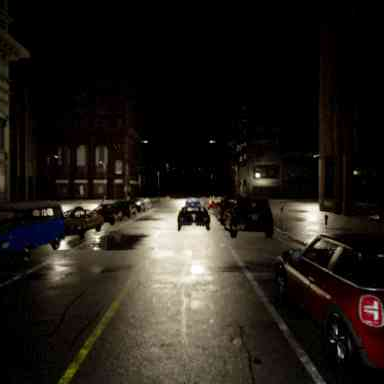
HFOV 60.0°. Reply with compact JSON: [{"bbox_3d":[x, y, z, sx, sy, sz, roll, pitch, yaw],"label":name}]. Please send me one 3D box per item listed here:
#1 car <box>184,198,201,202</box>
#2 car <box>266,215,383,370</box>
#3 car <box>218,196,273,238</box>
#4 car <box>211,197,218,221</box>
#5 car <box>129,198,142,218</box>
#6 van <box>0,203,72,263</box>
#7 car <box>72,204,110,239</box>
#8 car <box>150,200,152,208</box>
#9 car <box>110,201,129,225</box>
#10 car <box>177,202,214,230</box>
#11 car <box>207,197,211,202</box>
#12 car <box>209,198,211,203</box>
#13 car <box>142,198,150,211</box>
[{"bbox_3d":[0.100,1.352,38.186,2.033,1.411,5.357,0,0,0],"label":"car"},{"bbox_3d":[2.759,1.408,5.689,1.967,1.590,4.097,0,0,0],"label":"car"},{"bbox_3d":[2.758,1.224,16.959,2.192,1.841,5.009,0,0,0],"label":"car"},{"bbox_3d":[2.758,1.195,22.596,2.192,1.841,5.009,0,0,0],"label":"car"},{"bbox_3d":[-5.766,1.418,28.230,1.947,1.339,4.313,0,0,0],"label":"car"},{"bbox_3d":[-5.767,1.279,11.320,1.690,1.788,3.998,0,0,0],"label":"van"},{"bbox_3d":[-5.766,1.435,16.787,1.752,1.417,4.829,0,0,0],"label":"car"},{"bbox_3d":[-5.767,1.349,39.503,2.008,1.369,4.403,0,0,0],"label":"car"},{"bbox_3d":[-5.766,1.462,22.594,1.802,1.307,4.206,0,0,0],"label":"car"},{"bbox_3d":[0.098,1.492,20.307,1.895,1.301,4.718,0,0,0],"label":"car"},{"bbox_3d":[2.758,1.239,39.505,1.967,1.590,4.097,0,0,0],"label":"car"},{"bbox_3d":[2.759,1.418,28.233,1.947,1.339,4.313,0,0,0],"label":"car"},{"bbox_3d":[-5.766,1.391,33.867,1.947,1.339,4.313,0,0,0],"label":"car"}]
